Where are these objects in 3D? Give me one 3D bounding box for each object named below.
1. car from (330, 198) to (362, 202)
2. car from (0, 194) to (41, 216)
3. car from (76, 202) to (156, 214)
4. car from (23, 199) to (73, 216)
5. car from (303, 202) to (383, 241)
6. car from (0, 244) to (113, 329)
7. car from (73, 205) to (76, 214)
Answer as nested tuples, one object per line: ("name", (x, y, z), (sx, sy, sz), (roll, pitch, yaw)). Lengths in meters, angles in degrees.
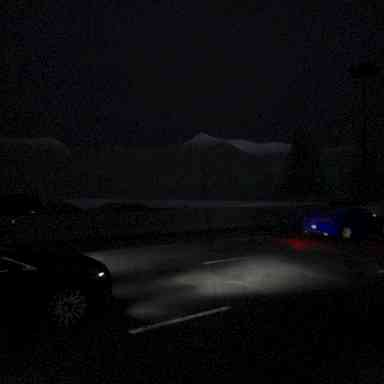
("car", (21.188, 1.525, 45.682), (4.718, 1.301, 1.895), (0, 0, -19))
("car", (-15.218, 1.154, 27.325), (5.566, 2.045, 2.150), (0, 0, -34))
("car", (-4.637, 1.457, 21.674), (4.892, 1.490, 1.837), (0, 0, -32))
("car", (-10.627, 1.502, 26.154), (4.181, 1.385, 1.994), (0, 0, -32))
("car", (7.768, 1.450, 16.532), (5.008, 1.535, 1.882), (0, 0, -29))
("car", (-3.735, 1.478, 5.268), (4.902, 1.511, 2.128), (0, 0, -35))
("car", (-5.817, 1.491, 25.100), (5.357, 1.411, 2.033), (0, 0, -31))
